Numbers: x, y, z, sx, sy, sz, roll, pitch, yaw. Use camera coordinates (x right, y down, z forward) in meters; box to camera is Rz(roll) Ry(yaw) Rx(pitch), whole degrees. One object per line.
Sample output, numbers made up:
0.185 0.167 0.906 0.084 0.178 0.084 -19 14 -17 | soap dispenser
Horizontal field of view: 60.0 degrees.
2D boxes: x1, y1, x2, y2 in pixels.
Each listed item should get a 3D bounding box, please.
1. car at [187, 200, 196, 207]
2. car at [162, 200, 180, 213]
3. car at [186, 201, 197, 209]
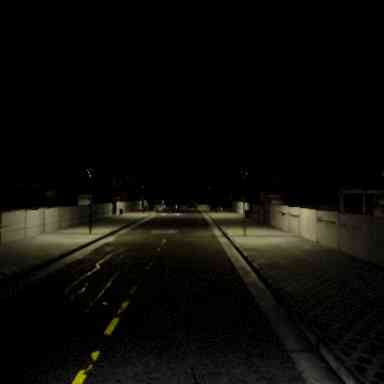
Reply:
-0.047 2.425 69.353 1.895 1.301 4.718 0 -1 0 | car
-2.788 1.873 44.883 2.097 1.767 4.553 0 -1 0 | car
-0.040 2.297 58.904 2.033 1.411 5.357 0 -1 0 | car
